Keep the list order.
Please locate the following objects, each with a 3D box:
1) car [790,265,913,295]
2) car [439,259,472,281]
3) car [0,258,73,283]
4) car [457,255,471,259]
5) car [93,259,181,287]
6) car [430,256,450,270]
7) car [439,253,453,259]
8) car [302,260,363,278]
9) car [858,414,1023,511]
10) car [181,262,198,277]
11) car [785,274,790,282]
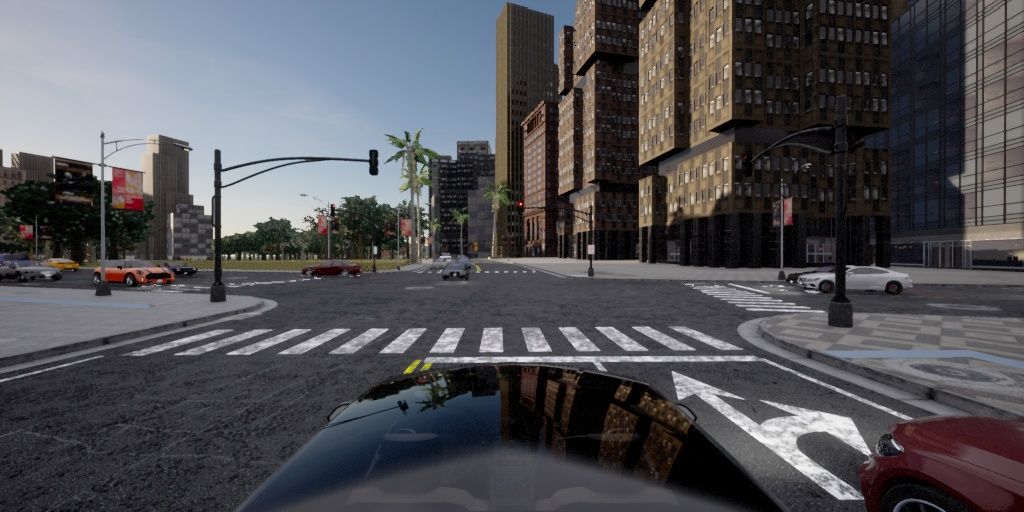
[{"bbox_3d":[18.159,1.219,19.169,4.674,1.442,1.812,0,0,15],"label":"car"},{"bbox_3d":[-4.433,1.217,28.884,1.994,1.385,4.181,0,0,-4],"label":"car"},{"bbox_3d":[-35.417,1.117,26.207,4.902,1.511,2.128,0,0,15],"label":"car"},{"bbox_3d":[-6.029,0.967,45.910,2.033,1.411,5.357,0,1,-7],"label":"car"},{"bbox_3d":[-24.574,1.004,23.357,4.553,1.767,2.097,0,0,15],"label":"car"},{"bbox_3d":[-9.246,1.024,45.333,1.895,1.301,4.718,0,1,-7],"label":"car"},{"bbox_3d":[-11.707,0.416,63.397,2.150,2.045,5.566,0,0,-9],"label":"car"},{"bbox_3d":[-15.903,1.101,31.902,5.008,1.535,1.882,0,2,-2],"label":"car"},{"bbox_3d":[3.266,1.276,0.435,1.812,1.442,4.674,0,0,0],"label":"car"},{"bbox_3d":[-30.647,1.207,31.881,4.718,1.301,1.895,0,0,15],"label":"car"},{"bbox_3d":[20.211,1.228,22.025,5.357,1.411,2.033,0,0,12],"label":"car"}]
